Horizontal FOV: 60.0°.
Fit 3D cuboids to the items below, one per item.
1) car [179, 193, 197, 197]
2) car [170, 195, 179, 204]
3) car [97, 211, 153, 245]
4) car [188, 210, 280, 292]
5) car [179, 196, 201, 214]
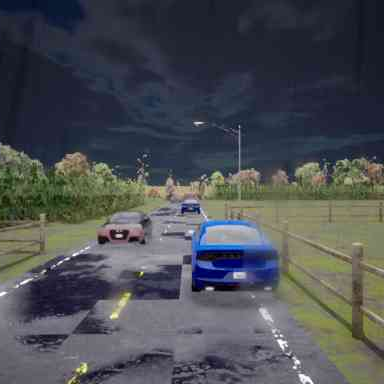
[{"bbox_3d":[-0.229,1.196,45.371,2.150,2.045,5.566,0,0,0],"label":"car"},{"bbox_3d":[-3.085,1.297,64.717,2.097,1.767,4.553,0,0,0],"label":"car"},{"bbox_3d":[-2.927,1.562,15.319,1.994,1.385,4.181,0,0,0],"label":"car"},{"bbox_3d":[0.919,1.477,8.967,1.882,1.535,5.008,0,0,0],"label":"car"},{"bbox_3d":[-0.113,1.465,34.940,1.882,1.535,5.008,0,0,0],"label":"car"}]
